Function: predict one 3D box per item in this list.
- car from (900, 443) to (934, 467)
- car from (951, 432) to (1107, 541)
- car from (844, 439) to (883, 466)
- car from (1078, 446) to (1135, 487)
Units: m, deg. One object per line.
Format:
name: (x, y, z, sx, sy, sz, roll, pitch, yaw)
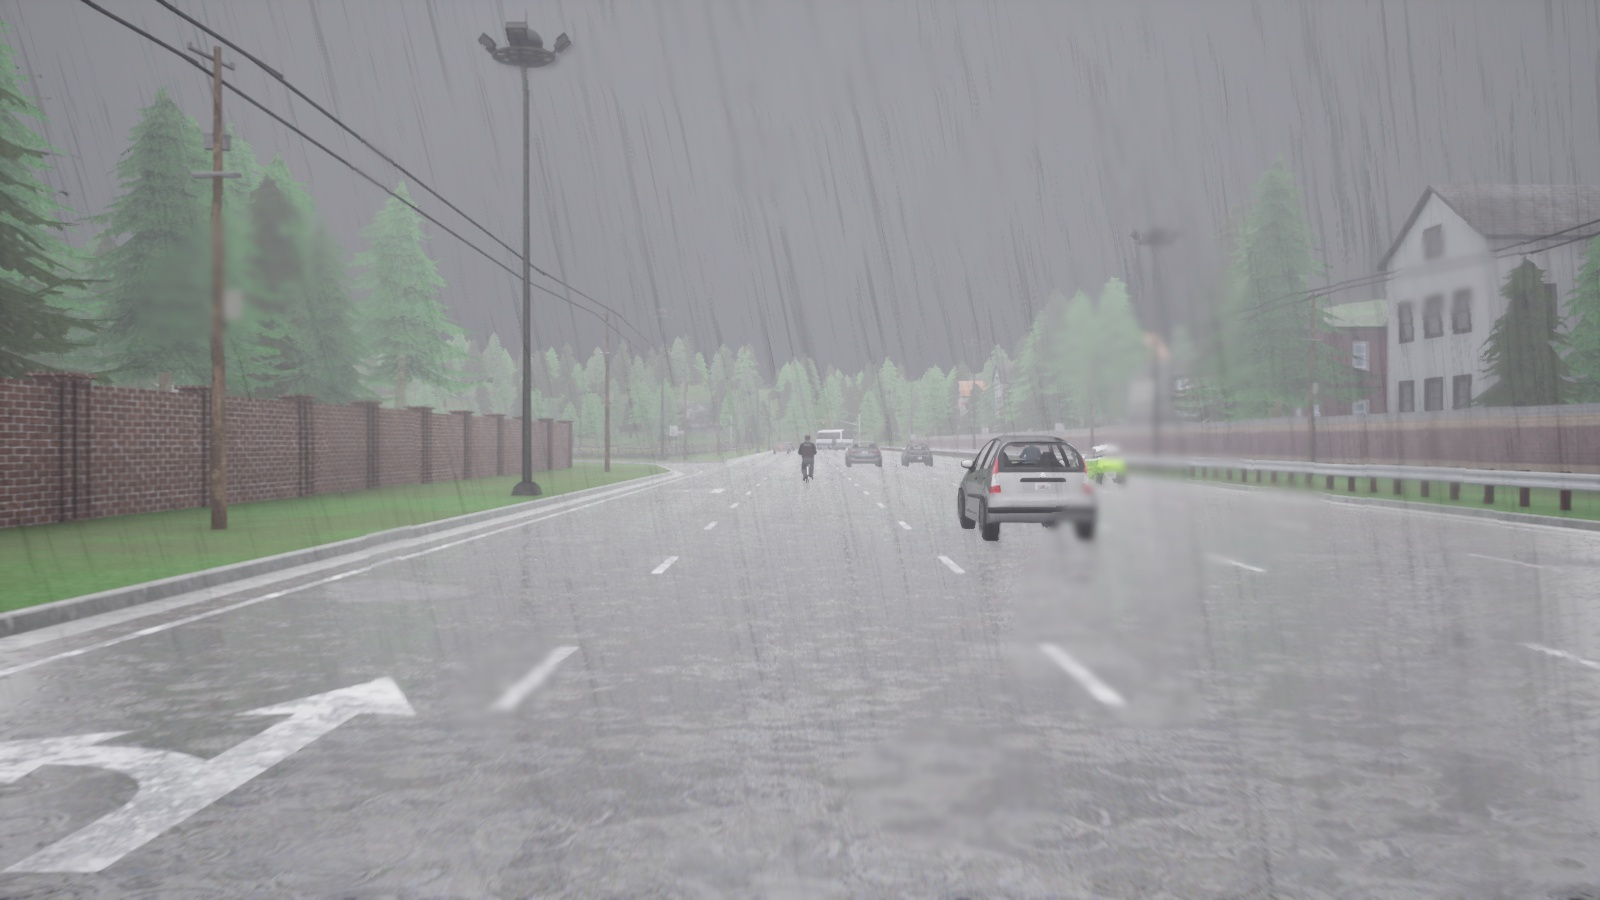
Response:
car: (7.475, 0.312, 80.432, 1.816, 1.474, 4.193, 0, 0, 0)
car: (3.633, 0.531, 20.623, 1.851, 1.617, 3.988, 0, 0, 0)
car: (3.965, 0.150, 78.629, 2.242, 1.667, 4.611, 0, 0, 0)
car: (10.768, 0.560, 44.271, 1.481, 1.376, 2.207, 0, 1, 0)
